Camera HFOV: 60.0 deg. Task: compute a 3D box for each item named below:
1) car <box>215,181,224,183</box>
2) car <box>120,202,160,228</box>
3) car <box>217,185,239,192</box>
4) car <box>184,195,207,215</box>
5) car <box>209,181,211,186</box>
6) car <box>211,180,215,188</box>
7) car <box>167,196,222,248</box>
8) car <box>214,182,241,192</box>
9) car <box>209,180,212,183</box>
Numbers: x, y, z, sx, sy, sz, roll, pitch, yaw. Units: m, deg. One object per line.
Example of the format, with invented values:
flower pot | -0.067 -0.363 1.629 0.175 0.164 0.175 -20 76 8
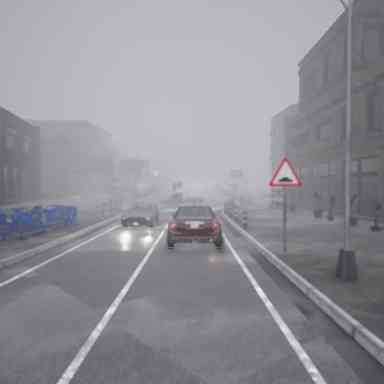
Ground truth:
car | 8.111 -1.163 77.969 4.553 1.767 2.185 0 3 -1
car | -3.046 1.325 20.708 2.033 1.411 5.357 1 1 0
car | 8.178 -0.845 75.227 4.674 1.452 2.002 0 3 -1
car | 0.384 1.111 29.571 1.837 1.490 4.892 0 1 3
car | 7.990 -1.743 91.737 4.892 1.521 2.231 0 3 -1
car | 8.140 -1.437 80.714 5.566 2.045 2.435 0 3 -1
car | 0.098 1.236 14.296 2.097 1.767 4.553 0 1 0
car | 8.021 -0.732 72.470 5.366 1.575 1.946 0 3 -1
car | 7.921 -1.845 94.491 4.792 1.488 2.163 0 3 -1
